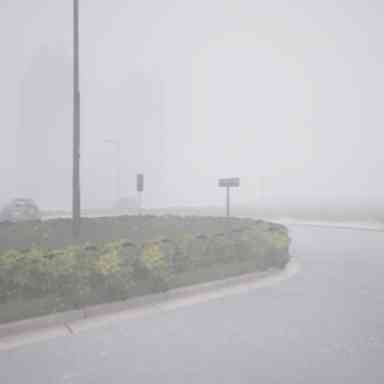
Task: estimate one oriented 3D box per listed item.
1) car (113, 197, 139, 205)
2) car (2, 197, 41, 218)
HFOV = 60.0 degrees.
[{"bbox_3d":[-8.252,1.436,41.982,2.242,1.667,4.611,0,0,-36],"label":"car"},{"bbox_3d":[-11.834,1.301,23.027,1.932,1.855,4.605,0,0,-36],"label":"car"}]
